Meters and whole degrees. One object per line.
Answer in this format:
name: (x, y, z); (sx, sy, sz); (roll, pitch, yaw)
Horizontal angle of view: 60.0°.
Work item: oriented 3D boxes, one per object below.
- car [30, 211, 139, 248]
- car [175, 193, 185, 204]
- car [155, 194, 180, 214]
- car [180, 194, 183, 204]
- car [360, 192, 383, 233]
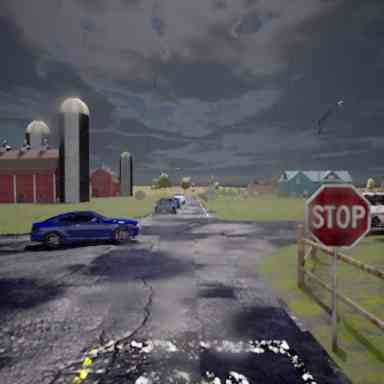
car: (-4.758, 1.580, 15.056); (4.674, 1.442, 1.812); (-3, 1, -11)
car: (-2.551, 1.200, 64.407); (2.150, 2.045, 5.566); (0, 0, 1)
car: (-2.712, 1.338, 35.210); (2.097, 1.767, 4.553); (0, 0, 0)
car: (-2.667, 1.460, 46.558); (1.882, 1.535, 5.008); (0, 0, 0)
car: (10.362, 1.003, 18.104); (5.566, 2.045, 2.150); (-1, 1, -12)
